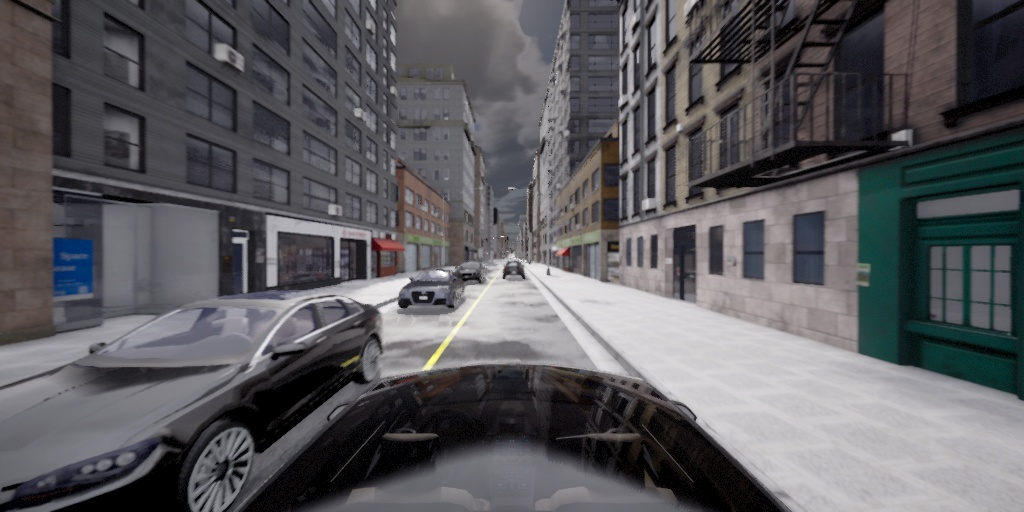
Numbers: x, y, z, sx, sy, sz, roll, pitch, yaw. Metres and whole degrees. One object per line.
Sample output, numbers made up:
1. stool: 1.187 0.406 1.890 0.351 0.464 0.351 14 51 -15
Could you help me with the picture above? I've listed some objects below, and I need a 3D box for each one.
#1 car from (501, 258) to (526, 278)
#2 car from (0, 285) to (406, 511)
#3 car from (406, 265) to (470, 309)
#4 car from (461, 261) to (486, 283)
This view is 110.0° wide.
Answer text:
1. car: 0.153 1.141 31.059 1.812 1.442 4.674 0 0 0
2. car: -3.094 1.226 4.221 2.128 1.511 4.902 0 0 0
3. car: -3.066 1.244 14.363 1.994 1.385 4.181 0 0 0
4. car: -2.969 1.134 26.153 1.837 1.490 4.892 0 0 0
